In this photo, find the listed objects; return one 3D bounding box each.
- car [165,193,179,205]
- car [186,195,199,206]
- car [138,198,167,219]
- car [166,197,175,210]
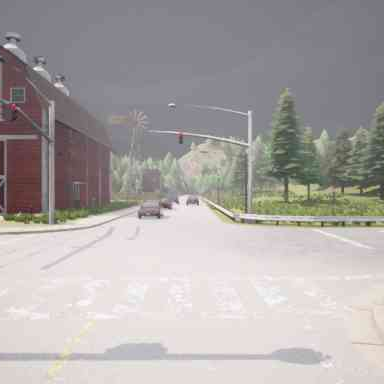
[{"bbox_3d":[-3.443,1.223,58.975,2.150,2.045,5.566,0,0,0],"label":"car"},{"bbox_3d":[0.112,1.352,55.632,2.097,1.767,4.553,0,0,0],"label":"car"},{"bbox_3d":[-3.541,1.526,29.228,1.812,1.442,4.674,0,0,0],"label":"car"},{"bbox_3d":[-3.514,1.601,42.301,1.895,1.301,4.718,0,0,0],"label":"car"}]
